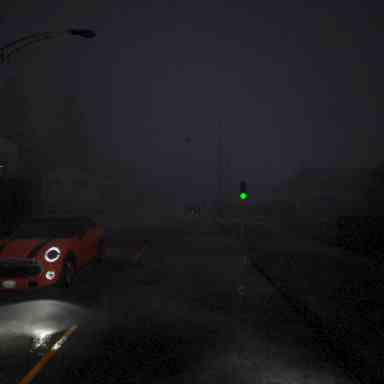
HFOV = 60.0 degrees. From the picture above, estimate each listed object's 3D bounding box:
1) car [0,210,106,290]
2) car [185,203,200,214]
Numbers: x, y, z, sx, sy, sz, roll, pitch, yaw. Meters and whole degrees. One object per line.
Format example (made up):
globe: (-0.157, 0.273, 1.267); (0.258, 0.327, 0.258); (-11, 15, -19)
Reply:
car: (-4.005, 1.455, 9.549); (2.097, 1.767, 4.553); (0, -1, 0)
car: (0.074, 2.055, 42.583); (1.895, 1.301, 4.718); (0, -1, 0)
